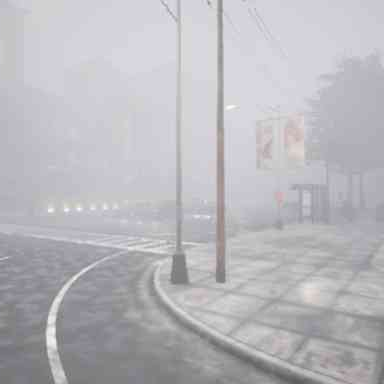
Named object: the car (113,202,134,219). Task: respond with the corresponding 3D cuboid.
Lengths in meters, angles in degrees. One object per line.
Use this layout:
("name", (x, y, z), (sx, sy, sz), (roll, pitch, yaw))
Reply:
("car", (-5.335, 1.680, 31.690), (1.837, 1.490, 4.892), (0, 0, 34))

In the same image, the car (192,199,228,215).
("car", (2.269, 1.757, 36.645), (1.994, 1.385, 4.181), (0, 0, 34))

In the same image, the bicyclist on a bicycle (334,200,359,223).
("bicyclist on a bicycle", (10.956, 1.415, 23.677), (1.656, 1.620, 0.582), (-1, -1, 34))

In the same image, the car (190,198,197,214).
("car", (-0.206, 1.562, 39.225), (2.097, 1.767, 4.553), (0, 0, 34))

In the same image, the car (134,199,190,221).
("car", (-2.587, 1.513, 29.504), (2.097, 1.767, 4.553), (0, 0, 34))

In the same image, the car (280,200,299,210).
("car", (14.474, 1.842, 48.180), (1.895, 1.301, 4.718), (0, 0, 35))
